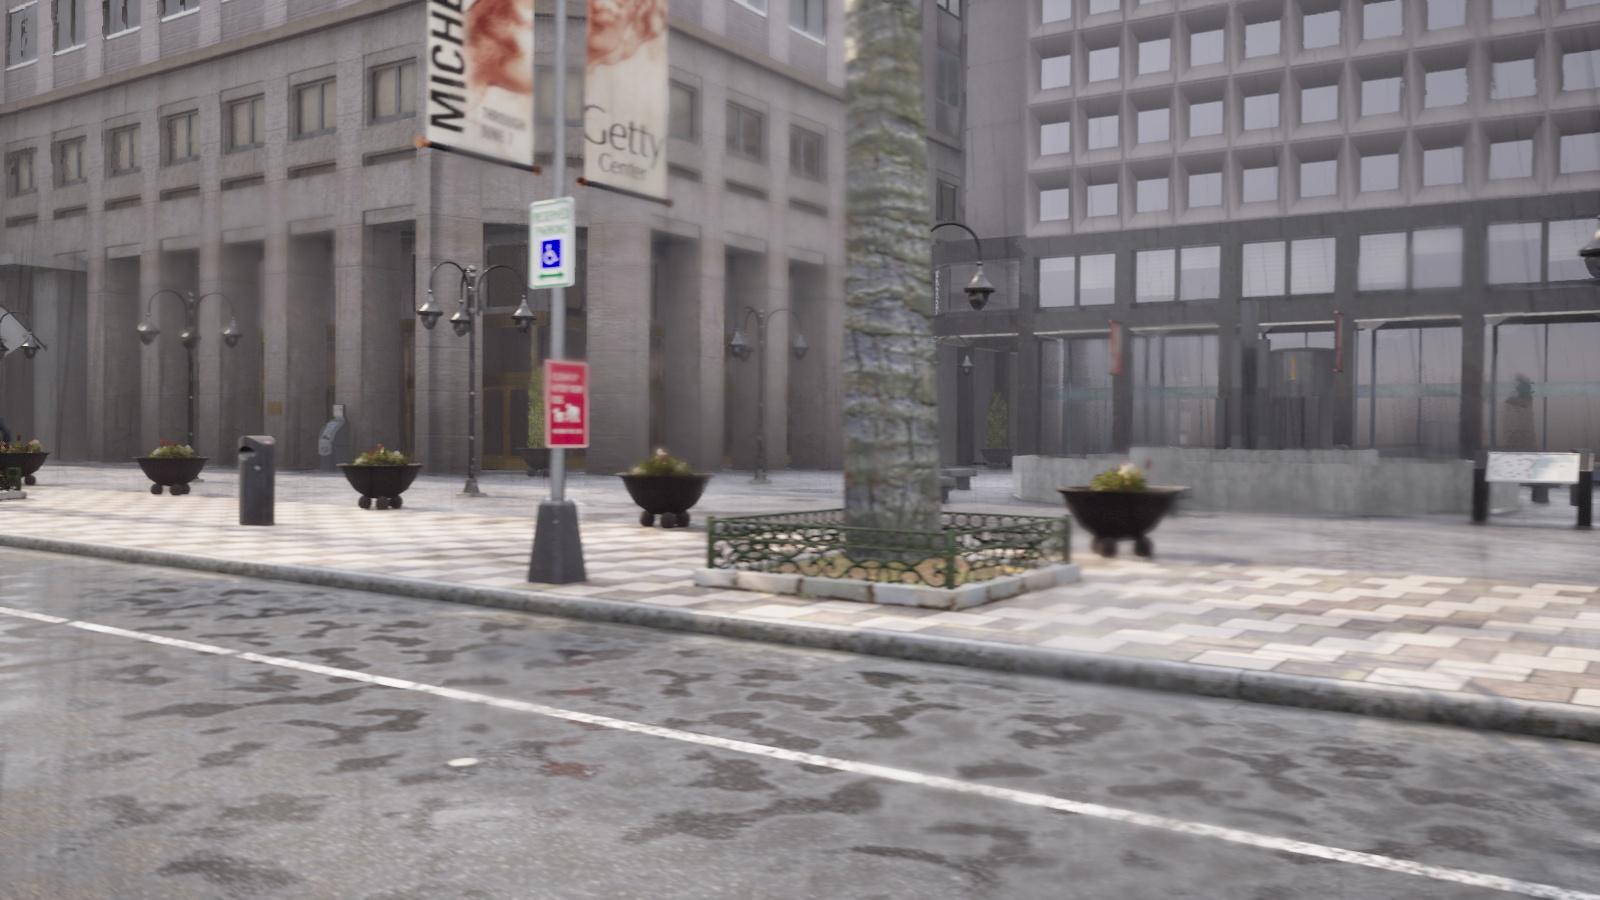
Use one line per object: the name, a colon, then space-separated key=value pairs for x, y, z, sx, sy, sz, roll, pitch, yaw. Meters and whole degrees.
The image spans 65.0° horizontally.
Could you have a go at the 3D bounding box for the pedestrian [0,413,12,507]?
pedestrian: x=-15.882 y=0.194 z=24.721 sx=0.614 sy=1.847 sz=0.353 roll=0 pitch=1 yaw=28
